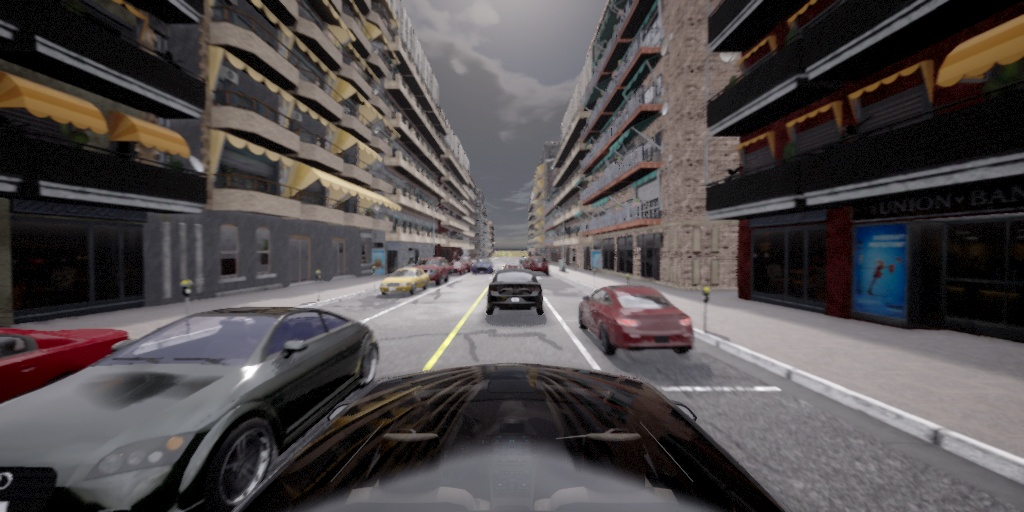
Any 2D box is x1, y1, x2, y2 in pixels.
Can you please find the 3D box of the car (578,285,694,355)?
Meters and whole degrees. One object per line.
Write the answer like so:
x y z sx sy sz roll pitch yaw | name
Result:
2.658 1.319 8.401 1.802 1.307 4.207 0 0 0 | car

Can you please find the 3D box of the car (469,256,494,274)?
-3.077 1.028 38.626 2.097 1.767 4.553 0 0 0 | car

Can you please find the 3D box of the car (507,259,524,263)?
0.109 1.276 39.291 1.895 1.301 4.718 0 0 0 | car

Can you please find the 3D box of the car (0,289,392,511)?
-3.097 1.310 4.080 1.994 1.385 4.181 0 0 0 | car

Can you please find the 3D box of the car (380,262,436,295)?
-5.688 1.242 19.501 1.751 1.417 4.829 0 0 0 | car

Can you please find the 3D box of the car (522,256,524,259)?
2.666 0.983 42.388 2.192 1.841 5.009 0 0 0 | car

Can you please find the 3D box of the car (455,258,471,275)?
-5.683 1.227 36.666 1.888 1.381 4.507 0 0 0 | car

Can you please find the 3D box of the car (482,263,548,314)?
0.104 1.205 13.624 1.882 1.535 5.008 0 0 0 | car

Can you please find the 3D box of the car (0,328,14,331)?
-5.691 1.294 2.678 1.888 1.381 4.507 0 0 0 | car

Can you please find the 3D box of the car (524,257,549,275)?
2.665 0.996 36.723 2.192 1.841 5.009 0 0 0 | car

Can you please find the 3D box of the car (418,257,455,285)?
-5.686 1.020 25.336 2.192 1.841 5.009 0 0 0 | car
